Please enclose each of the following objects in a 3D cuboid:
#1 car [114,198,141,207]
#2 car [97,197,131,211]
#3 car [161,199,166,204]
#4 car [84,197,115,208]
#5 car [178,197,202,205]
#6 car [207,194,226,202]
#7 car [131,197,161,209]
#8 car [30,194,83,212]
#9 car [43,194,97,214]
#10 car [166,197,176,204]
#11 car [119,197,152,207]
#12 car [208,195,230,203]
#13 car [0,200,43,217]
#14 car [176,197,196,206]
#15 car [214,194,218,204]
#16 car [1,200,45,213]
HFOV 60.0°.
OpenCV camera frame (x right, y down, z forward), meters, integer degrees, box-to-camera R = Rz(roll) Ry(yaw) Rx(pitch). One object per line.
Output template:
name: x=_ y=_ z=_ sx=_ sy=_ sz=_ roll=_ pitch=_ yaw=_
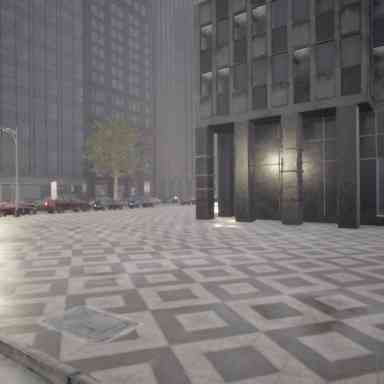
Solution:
car: x=-10.320 y=1.614 z=53.320 sx=1.802 sy=1.307 sz=4.206 roll=-1 pitch=0 yaw=35
car: x=-9.722 y=1.526 z=39.192 sx=1.947 sy=1.339 sz=4.313 roll=-1 pitch=0 yaw=35
car: x=-7.211 y=1.546 z=57.819 sx=1.752 sy=1.417 sz=4.829 roll=-1 pitch=0 yaw=35
car: x=-13.528 y=1.486 z=48.681 sx=1.967 sy=1.590 sz=4.097 roll=-1 pitch=0 yaw=35
car: x=-0.299 y=1.507 z=57.339 sx=1.994 sy=1.385 sz=4.181 roll=-1 pitch=0 yaw=34
car: x=5.709 y=1.297 z=76.518 sx=2.192 sy=1.841 sz=5.009 roll=-1 pitch=0 yaw=35
car: x=-6.517 y=1.510 z=43.830 sx=1.947 sy=1.339 sz=4.313 roll=-1 pitch=0 yaw=35
car: x=-16.191 y=1.261 z=39.984 sx=2.150 sy=2.045 sz=5.566 roll=-1 pitch=-1 yaw=35
car: x=-12.930 y=1.291 z=34.554 sx=2.192 sy=1.841 sz=5.009 roll=-1 pitch=0 yaw=35
car: x=-3.908 y=1.576 z=62.599 sx=1.947 sy=1.339 sz=4.313 roll=-1 pitch=0 yaw=35
car: x=-8.590 y=1.493 z=50.934 sx=2.128 sy=1.511 sz=4.902 roll=-1 pitch=0 yaw=35
car: x=5.373 y=1.418 z=65.560 sx=2.128 sy=1.511 sz=4.902 roll=-1 pitch=0 yaw=35
car: x=-16.134 y=1.577 z=29.914 sx=1.802 sy=1.307 sz=4.206 roll=-1 pitch=0 yaw=35
car: x=-0.105 y=1.463 z=53.108 sx=1.887 sy=1.381 sz=4.507 roll=-1 pitch=0 yaw=35
car: x=3.099 y=1.223 z=57.748 sx=2.192 sy=1.841 sz=5.009 roll=-1 pitch=0 yaw=35
car: x=-19.939 y=1.643 z=39.402 sx=1.947 sy=1.339 sz=4.313 roll=-1 pitch=0 yaw=35
